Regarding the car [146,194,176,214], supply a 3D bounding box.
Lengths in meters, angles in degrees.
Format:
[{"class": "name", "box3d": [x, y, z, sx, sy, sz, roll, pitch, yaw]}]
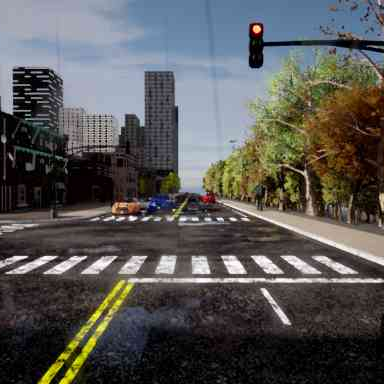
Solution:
[{"class": "car", "box3d": [-3.283, 1.210, 35.847, 2.150, 2.045, 5.566, 0, 0, 0]}]

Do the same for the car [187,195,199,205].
[{"class": "car", "box3d": [0.193, 1.468, 58.601, 2.128, 1.511, 4.902, 0, 0, 0]}]

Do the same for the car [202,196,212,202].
[{"class": "car", "box3d": [3.371, 1.522, 75.893, 1.994, 1.385, 4.181, 0, 0, 0]}]

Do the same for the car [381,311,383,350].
[{"class": "car", "box3d": [3.355, 1.491, 2.362, 2.128, 1.511, 4.902, 0, 0, 0]}]

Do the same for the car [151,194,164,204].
[{"class": "car", "box3d": [-6.457, 1.328, 62.742, 2.097, 1.767, 4.553, 0, 0, 1]}]

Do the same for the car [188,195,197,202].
[{"class": "car", "box3d": [0.125, 1.446, 76.516, 1.882, 1.535, 5.008, 0, 0, 0]}]

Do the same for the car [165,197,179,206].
[{"class": "car", "box3d": [-3.249, 1.581, 54.879, 1.895, 1.301, 4.718, 0, 0, 0]}]

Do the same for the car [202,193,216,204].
[{"class": "car", "box3d": [3.449, 1.196, 65.309, 2.150, 2.045, 5.566, 0, 0, 1]}]

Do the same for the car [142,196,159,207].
[{"class": "car", "box3d": [-6.503, 1.472, 52.686, 2.128, 1.511, 4.902, 0, 0, 0]}]

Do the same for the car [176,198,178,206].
[{"class": "car", "box3d": [-3.259, 1.336, 45.538, 2.097, 1.767, 4.553, 0, 0, 0]}]

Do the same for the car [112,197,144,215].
[{"class": "car", "box3d": [-6.570, 1.341, 33.696, 2.097, 1.767, 4.553, 0, 0, 1]}]

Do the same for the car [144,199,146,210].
[{"class": "car", "box3d": [-6.518, 1.586, 42.683, 1.895, 1.301, 4.718, 0, 0, 0]}]
